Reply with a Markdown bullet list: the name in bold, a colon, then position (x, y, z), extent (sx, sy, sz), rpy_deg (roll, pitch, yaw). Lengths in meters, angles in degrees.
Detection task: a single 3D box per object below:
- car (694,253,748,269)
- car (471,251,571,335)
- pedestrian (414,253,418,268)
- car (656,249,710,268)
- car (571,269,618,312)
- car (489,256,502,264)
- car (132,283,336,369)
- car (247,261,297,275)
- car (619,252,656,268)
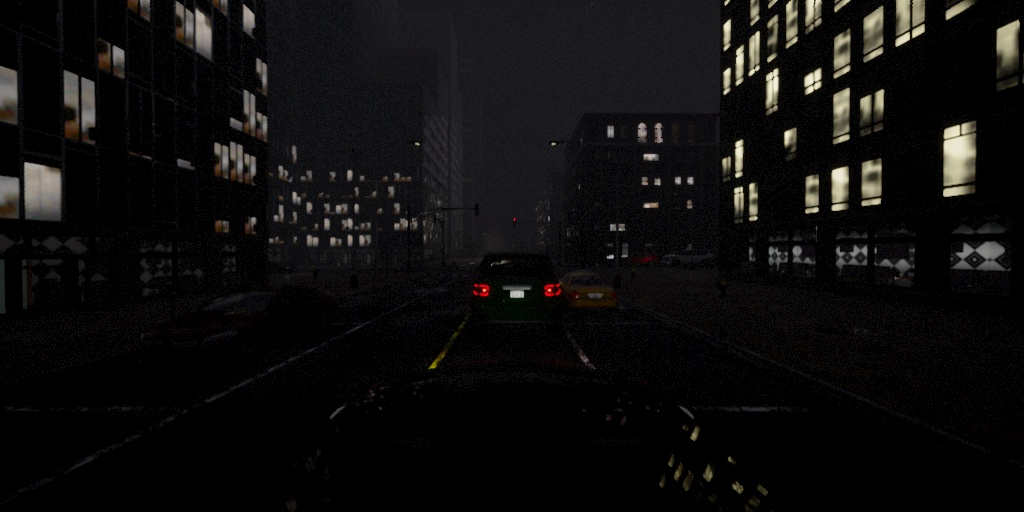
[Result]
- **car**: position (21.080, 0.670, 35.713), extent (4.507, 1.381, 1.888), rpy_deg (0, 0, -1)
- **car**: position (0.096, 0.883, 10.334), extent (2.150, 2.045, 5.566), rpy_deg (0, 1, 0)
- **pedestrian**: position (-12.358, 0.564, 46.151), extent (0.375, 1.860, 0.375), rpy_deg (0, 1, -1)
- **car**: position (20.058, 0.291, 41.107), extent (5.566, 2.045, 2.150), rpy_deg (-1, 1, -1)
- **car**: position (2.563, 1.157, 13.329), extent (1.751, 1.417, 4.829), rpy_deg (0, 0, 0)
- **car**: position (-2.806, 0.676, 62.446), extent (2.033, 1.411, 5.357), rpy_deg (0, 1, 1)
- **car**: position (-5.317, 1.271, 7.599), extent (1.802, 1.307, 4.207), rpy_deg (0, 0, 0)
- **car**: position (-25.185, 1.223, 37.629), extent (4.674, 1.442, 1.812), rpy_deg (-1, 1, -1)
- **car**: position (15.316, 0.414, 43.533), extent (5.009, 1.841, 2.192), rpy_deg (0, 0, -1)
